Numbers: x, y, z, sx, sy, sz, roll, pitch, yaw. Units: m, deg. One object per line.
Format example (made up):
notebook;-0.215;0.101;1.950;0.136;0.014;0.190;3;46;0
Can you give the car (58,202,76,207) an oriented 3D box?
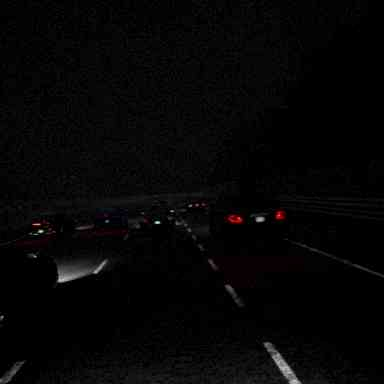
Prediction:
car;-23.338;2.726;63.571;1.882;1.535;5.008;-4;1;-5

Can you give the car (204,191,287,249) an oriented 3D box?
car;2.065;1.014;13.839;2.150;2.045;5.566;-4;0;-5

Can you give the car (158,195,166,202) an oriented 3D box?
car;-7.716;1.572;85.669;1.882;1.535;5.008;-4;0;-5

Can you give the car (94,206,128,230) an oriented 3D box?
car;-5.834;1.786;24.405;1.882;1.535;5.008;-4;0;-5

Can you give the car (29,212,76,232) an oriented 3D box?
car;-9.131;2.067;22.028;1.837;1.490;4.892;-4;0;-5

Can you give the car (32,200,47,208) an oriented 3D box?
car;-35.058;2.917;77.117;2.150;2.045;5.566;-4;0;-5

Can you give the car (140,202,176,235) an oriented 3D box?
car;-2.037;1.625;19.923;1.994;1.385;4.181;-4;0;-5

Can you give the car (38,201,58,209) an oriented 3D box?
car;-26.805;3.023;63.201;2.128;1.511;4.902;-4;0;-5

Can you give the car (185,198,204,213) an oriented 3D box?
car;0.281;1.336;34.787;2.033;1.411;5.357;-4;0;-5

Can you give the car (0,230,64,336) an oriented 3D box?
car;-4.313;1.851;6.836;1.994;1.385;4.181;-4;0;-5

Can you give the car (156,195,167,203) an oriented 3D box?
car;-5.330;1.525;57.988;2.033;1.411;5.357;-4;0;-5
